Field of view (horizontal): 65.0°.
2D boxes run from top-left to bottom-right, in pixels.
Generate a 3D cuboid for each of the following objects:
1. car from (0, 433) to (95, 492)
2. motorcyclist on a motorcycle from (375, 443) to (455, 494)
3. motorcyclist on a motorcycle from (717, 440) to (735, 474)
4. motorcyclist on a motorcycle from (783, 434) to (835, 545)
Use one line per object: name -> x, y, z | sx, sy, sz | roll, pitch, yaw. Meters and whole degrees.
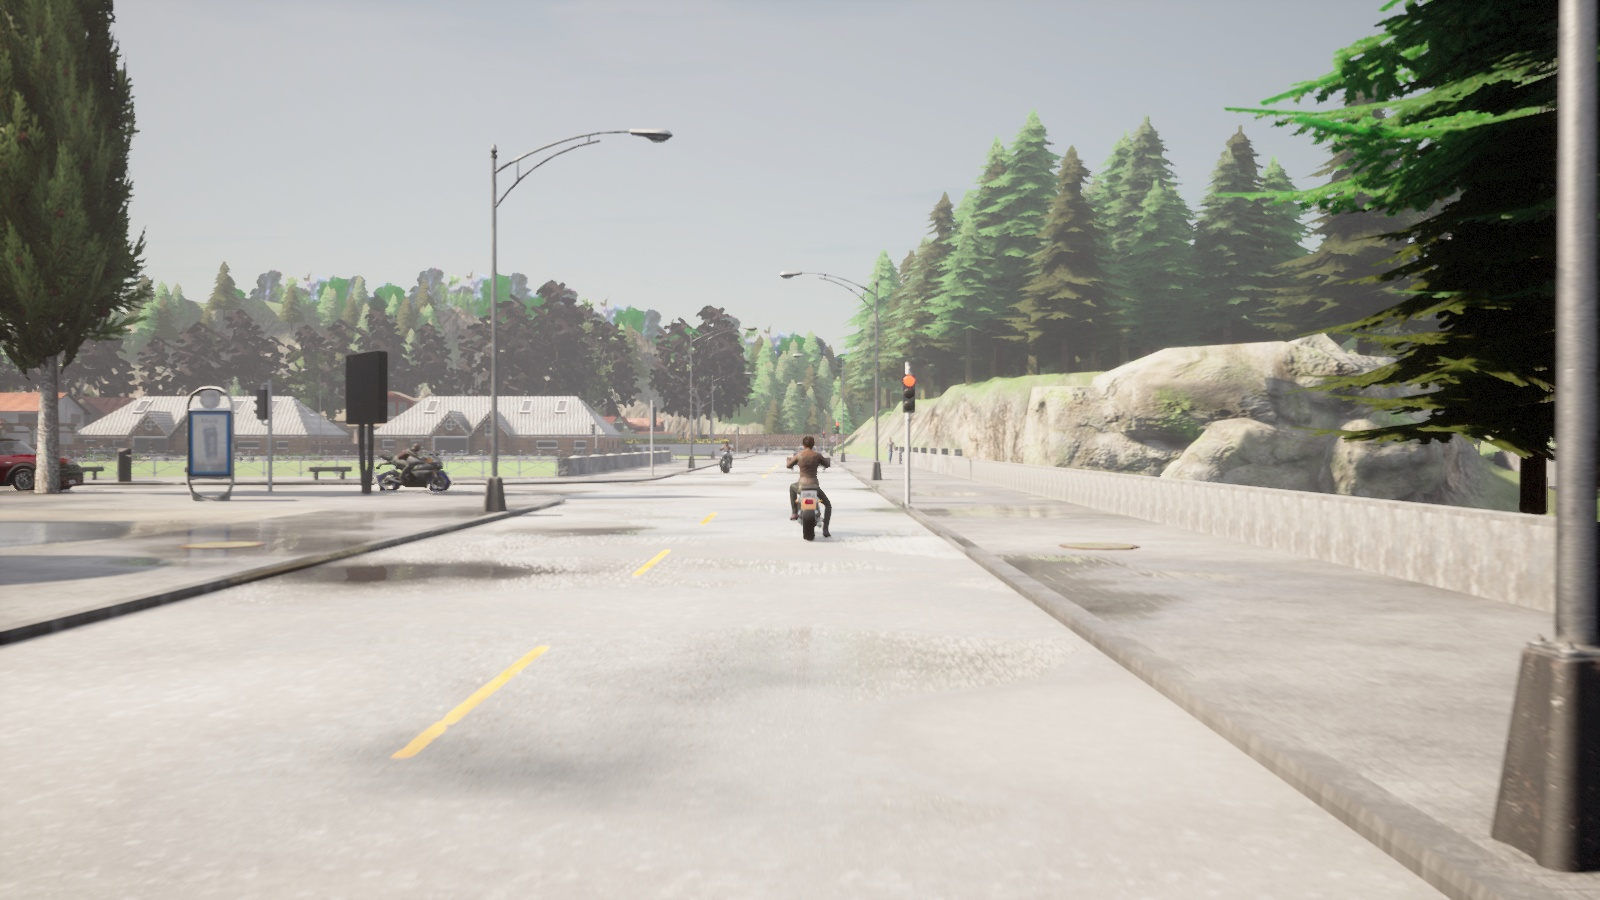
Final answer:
car -> -24.504, 0.368, 38.537 | 4.553, 1.767, 2.097 | 0, 0, 0
motorcyclist on a motorcycle -> -11.775, 0.555, 38.488 | 2.191, 1.530, 0.866 | 0, 0, 0
motorcyclist on a motorcycle -> -3.627, 0.345, 61.758 | 0.766, 1.649, 2.350 | 0, 0, 0
motorcyclist on a motorcycle -> 0.134, 0.585, 19.847 | 0.766, 1.649, 2.350 | 0, 0, 0
